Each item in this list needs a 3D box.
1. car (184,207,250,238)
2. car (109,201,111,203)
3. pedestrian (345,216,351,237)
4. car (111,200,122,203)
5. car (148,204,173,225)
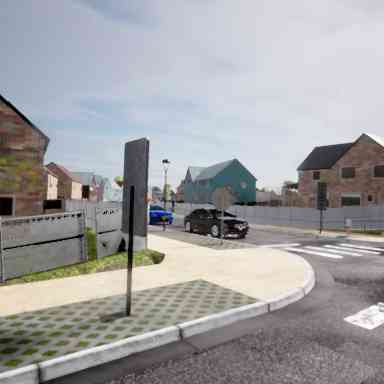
[{"bbox_3d":[1.244,1.637,18.635,1.837,1.490,4.892,3,-2,-29],"label":"car"},{"bbox_3d":[-10.502,1.946,45.152,2.097,1.767,4.553,2,-2,-18],"label":"car"},{"bbox_3d":[8.350,1.827,17.726,0.500,1.100,0.500,2,-1,-31],"label":"pedestrian"},{"bbox_3d":[-6.945,1.797,35.658,2.097,1.767,4.553,3,-2,-22],"label":"car"},{"bbox_3d":[-3.141,1.767,27.048,1.882,1.535,5.008,3,-2,-25],"label":"car"}]
